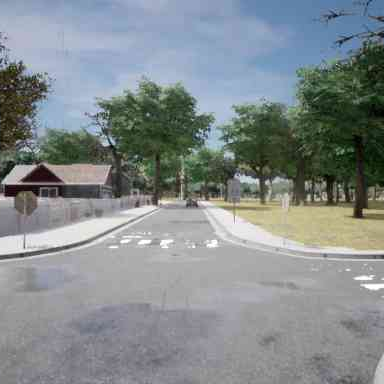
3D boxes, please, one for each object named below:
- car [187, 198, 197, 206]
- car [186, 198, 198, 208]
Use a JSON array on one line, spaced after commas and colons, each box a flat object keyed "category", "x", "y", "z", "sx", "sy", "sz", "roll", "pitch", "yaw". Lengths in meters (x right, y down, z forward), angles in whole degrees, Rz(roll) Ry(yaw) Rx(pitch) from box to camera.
[{"category": "car", "x": 0.010, "y": 1.827, "z": 62.953, "sx": 1.895, "sy": 1.301, "sz": 4.718, "roll": 0, "pitch": 0, "yaw": 0}, {"category": "car", "x": 0.006, "y": 1.699, "z": 52.918, "sx": 1.812, "sy": 1.442, "sz": 4.674, "roll": 0, "pitch": 0, "yaw": 0}]
